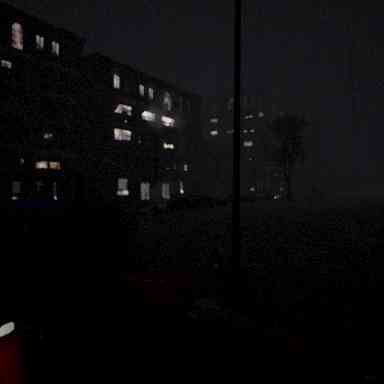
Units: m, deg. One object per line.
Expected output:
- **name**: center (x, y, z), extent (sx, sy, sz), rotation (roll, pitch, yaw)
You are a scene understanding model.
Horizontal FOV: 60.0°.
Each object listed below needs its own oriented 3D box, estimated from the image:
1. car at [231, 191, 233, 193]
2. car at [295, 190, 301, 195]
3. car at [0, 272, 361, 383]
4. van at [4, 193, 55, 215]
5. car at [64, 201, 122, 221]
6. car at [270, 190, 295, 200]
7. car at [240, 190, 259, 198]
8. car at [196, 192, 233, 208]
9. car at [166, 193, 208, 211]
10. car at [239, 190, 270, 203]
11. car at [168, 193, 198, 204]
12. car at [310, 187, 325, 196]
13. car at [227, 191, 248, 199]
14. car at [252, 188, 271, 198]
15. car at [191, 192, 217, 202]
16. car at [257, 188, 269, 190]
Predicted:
- **car**: center (7.090, 0.582, 49.018), extent (2.097, 1.767, 4.553), rotation (1, 1, 35)
- **car**: center (27.416, 0.034, 88.239), extent (1.887, 1.381, 4.507), rotation (2, 2, 35)
- **car**: center (-0.722, 1.537, 3.386), extent (4.507, 1.381, 1.887), rotation (0, 1, 36)
- **van**: center (-13.947, 0.956, 28.819), extent (1.690, 1.788, 3.998), rotation (2, 2, 35)
- **car**: center (-7.072, 1.273, 24.038), extent (1.947, 1.339, 4.313), rotation (2, 2, 35)
- **car**: center (15.300, 0.619, 56.168), extent (1.752, 1.417, 4.829), rotation (2, 2, 35)
- **car**: center (11.410, 0.446, 65.247), extent (1.752, 1.417, 4.829), rotation (2, 2, 35)
- **car**: center (2.473, 0.995, 37.747), extent (2.008, 1.369, 4.403), rotation (2, 2, 35)
- **car**: center (-0.709, 1.076, 33.176), extent (1.887, 1.381, 4.507), rotation (2, 2, 35)
- **car**: center (8.838, 0.820, 46.888), extent (2.008, 1.369, 4.403), rotation (2, 2, 35)
- **car**: center (-1.221, 0.830, 47.106), extent (1.947, 1.339, 4.313), rotation (2, 2, 35)
- **car**: center (28.657, -0.049, 75.887), extent (2.150, 2.045, 5.566), rotation (1, 1, 35)
- **car**: center (8.324, 0.570, 60.817), extent (1.947, 1.339, 4.313), rotation (2, 2, 35)
- **car**: center (14.692, 0.147, 69.951), extent (2.192, 1.841, 5.009), rotation (2, 2, 35)
- **car**: center (1.961, 0.728, 51.676), extent (2.008, 1.369, 4.403), rotation (2, 2, 35)
- **car**: center (12.790, 0.563, 57.292), extent (2.128, 1.511, 4.902), rotation (1, 1, 35)
